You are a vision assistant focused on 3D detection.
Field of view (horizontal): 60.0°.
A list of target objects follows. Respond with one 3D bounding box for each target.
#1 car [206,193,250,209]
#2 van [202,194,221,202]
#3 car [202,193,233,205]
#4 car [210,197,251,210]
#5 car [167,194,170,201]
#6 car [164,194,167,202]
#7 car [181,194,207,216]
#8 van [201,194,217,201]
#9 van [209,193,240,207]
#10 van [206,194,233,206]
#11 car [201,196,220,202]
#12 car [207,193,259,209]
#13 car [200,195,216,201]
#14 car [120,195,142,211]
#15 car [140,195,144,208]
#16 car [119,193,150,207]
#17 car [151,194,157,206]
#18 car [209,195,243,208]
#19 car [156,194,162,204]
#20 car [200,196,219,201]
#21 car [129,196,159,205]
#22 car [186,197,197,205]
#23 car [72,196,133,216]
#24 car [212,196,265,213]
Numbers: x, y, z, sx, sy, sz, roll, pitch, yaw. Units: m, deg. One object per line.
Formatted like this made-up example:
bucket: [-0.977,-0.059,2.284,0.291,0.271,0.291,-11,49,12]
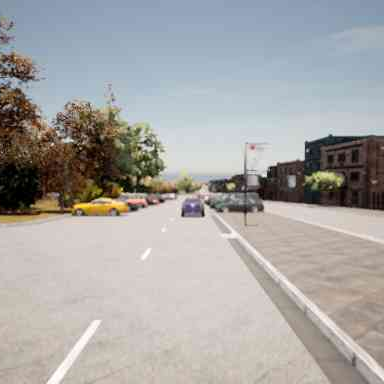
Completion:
car: [4.691,1.156,44.342,5.566,2.045,2.435,0,0,0]
van: [4.749,1.439,80.781,4.442,1.987,1.878,0,-1,0]
car: [4.655,1.256,61.161,5.566,2.045,2.435,0,0,0]
car: [4.716,1.395,41.536,4.892,1.521,2.231,0,0,0]
car: [-8.403,1.360,74.917,5.566,2.045,2.435,0,-1,0]
car: [-8.382,1.292,66.561,5.566,2.045,2.435,0,0,0]
car: [0.085,1.252,31.555,2.097,1.767,4.553,0,0,0]
van: [4.720,1.543,91.993,4.442,1.987,1.878,0,-1,0]
van: [4.826,1.213,49.947,4.442,1.987,1.878,0,0,0]
van: [4.581,1.247,55.553,4.442,1.987,1.878,0,0,0]
car: [4.654,1.720,83.581,4.792,1.488,2.163,0,-1,0]
car: [4.699,1.129,35.932,5.566,2.045,2.435,0,0,0]
car: [4.565,1.670,94.795,4.553,1.767,2.185,0,-1,0]
car: [-8.357,1.380,35.928,5.008,1.535,2.097,0,0,0]
car: [-8.357,1.427,38.714,4.674,1.452,2.002,0,0,0]
car: [-8.330,1.282,44.284,4.553,1.767,2.185,0,0,0]
car: [-8.373,1.496,52.635,4.674,1.452,2.002,0,0,0]
car: [4.746,1.296,47.142,4.553,1.767,2.185,0,0,0]
car: [-8.197,1.470,55.421,5.366,1.575,1.946,0,0,0]
car: [4.616,1.743,89.188,5.008,1.535,2.097,0,-1,0]
car: [-8.383,1.490,58.207,5.008,1.535,2.097,0,0,0]
car: [-0.054,1.623,60.168,1.895,1.301,4.718,0,0,0]
car: [-8.344,1.380,30.359,5.008,1.535,2.097,0,0,0]
car: [4.735,1.380,33.131,4.892,1.521,2.231,0,0,0]
